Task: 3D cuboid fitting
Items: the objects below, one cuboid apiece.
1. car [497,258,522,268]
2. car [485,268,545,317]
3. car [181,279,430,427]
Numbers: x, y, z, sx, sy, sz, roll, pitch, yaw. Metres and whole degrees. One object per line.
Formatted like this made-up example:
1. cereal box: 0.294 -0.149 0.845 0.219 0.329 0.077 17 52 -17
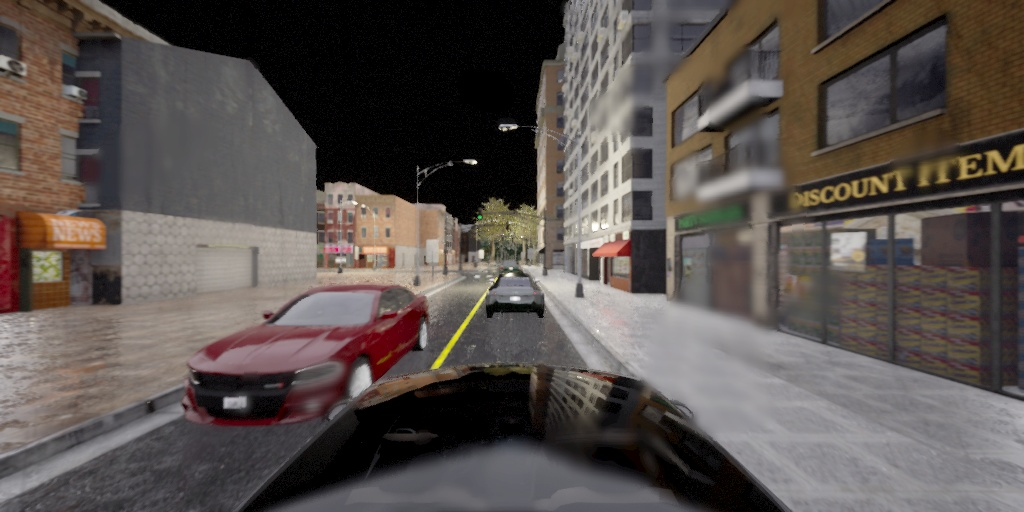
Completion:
1. car: -0.233 1.091 32.667 2.097 1.767 4.553 0 0 -4
2. car: 0.100 1.305 13.181 1.994 1.385 4.181 0 0 0
3. car: -2.803 1.224 6.158 1.882 1.535 5.008 0 0 1
